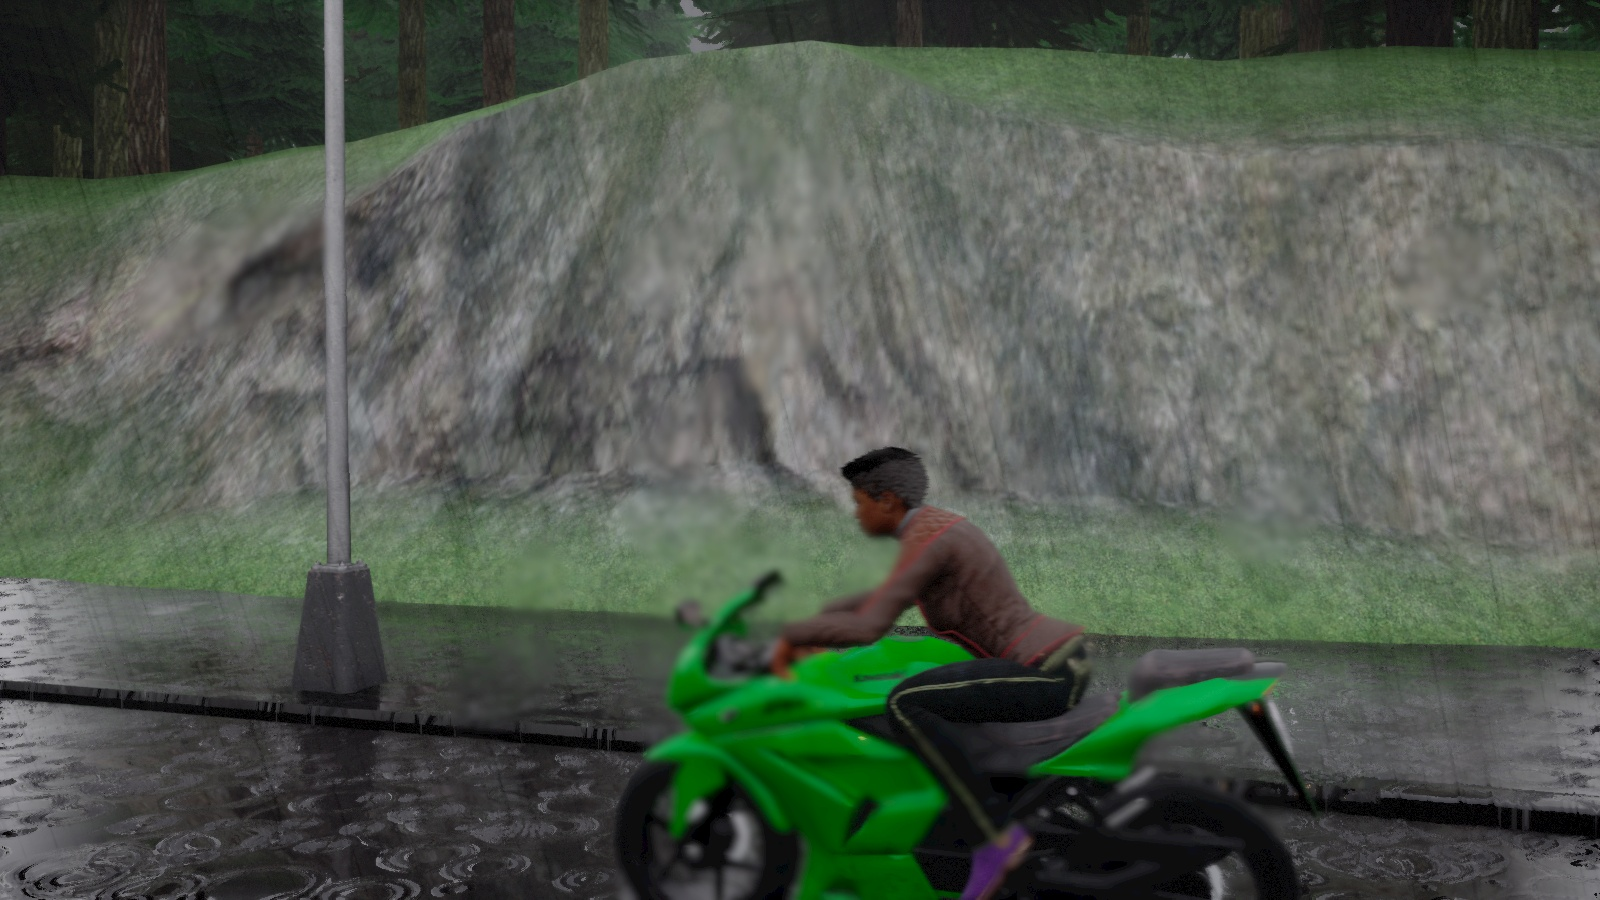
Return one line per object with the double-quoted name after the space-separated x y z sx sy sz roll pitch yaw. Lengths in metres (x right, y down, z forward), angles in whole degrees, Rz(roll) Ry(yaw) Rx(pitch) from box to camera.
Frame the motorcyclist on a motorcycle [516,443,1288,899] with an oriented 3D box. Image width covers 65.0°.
0.287 0.752 3.624 2.044 1.523 0.797 1 1 19 "motorcyclist on a motorcycle"
